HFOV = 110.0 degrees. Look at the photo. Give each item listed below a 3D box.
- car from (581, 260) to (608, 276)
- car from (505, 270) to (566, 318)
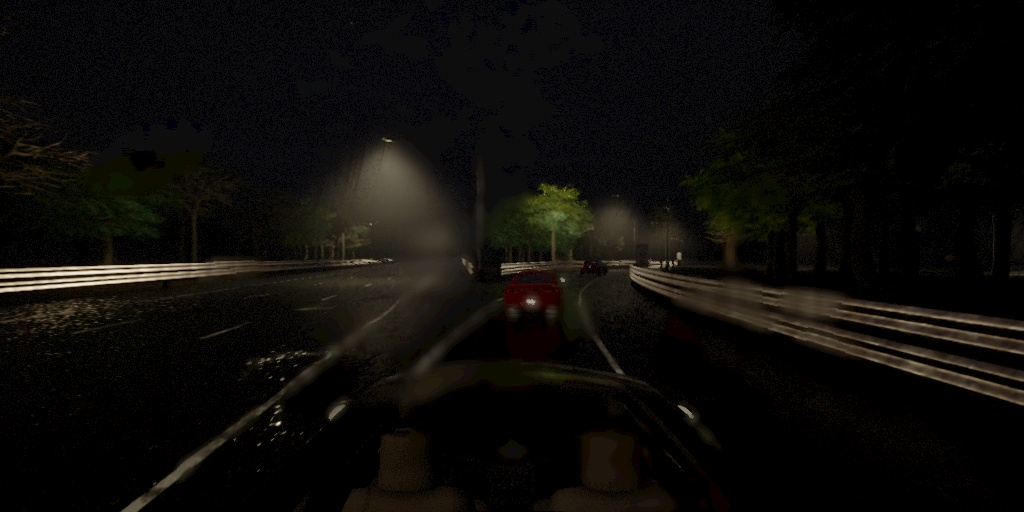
[{"bbox_3d":[8.991,1.162,38.916,2.097,1.767,4.553,1,0,26],"label":"car"},{"bbox_3d":[0.963,1.257,13.269,1.882,1.535,5.008,0,0,8],"label":"car"}]
